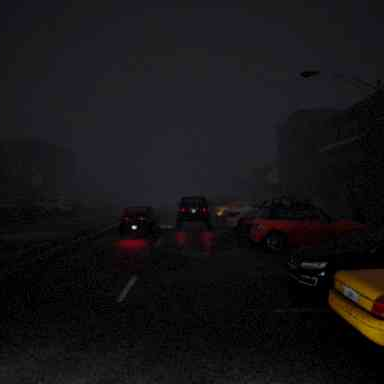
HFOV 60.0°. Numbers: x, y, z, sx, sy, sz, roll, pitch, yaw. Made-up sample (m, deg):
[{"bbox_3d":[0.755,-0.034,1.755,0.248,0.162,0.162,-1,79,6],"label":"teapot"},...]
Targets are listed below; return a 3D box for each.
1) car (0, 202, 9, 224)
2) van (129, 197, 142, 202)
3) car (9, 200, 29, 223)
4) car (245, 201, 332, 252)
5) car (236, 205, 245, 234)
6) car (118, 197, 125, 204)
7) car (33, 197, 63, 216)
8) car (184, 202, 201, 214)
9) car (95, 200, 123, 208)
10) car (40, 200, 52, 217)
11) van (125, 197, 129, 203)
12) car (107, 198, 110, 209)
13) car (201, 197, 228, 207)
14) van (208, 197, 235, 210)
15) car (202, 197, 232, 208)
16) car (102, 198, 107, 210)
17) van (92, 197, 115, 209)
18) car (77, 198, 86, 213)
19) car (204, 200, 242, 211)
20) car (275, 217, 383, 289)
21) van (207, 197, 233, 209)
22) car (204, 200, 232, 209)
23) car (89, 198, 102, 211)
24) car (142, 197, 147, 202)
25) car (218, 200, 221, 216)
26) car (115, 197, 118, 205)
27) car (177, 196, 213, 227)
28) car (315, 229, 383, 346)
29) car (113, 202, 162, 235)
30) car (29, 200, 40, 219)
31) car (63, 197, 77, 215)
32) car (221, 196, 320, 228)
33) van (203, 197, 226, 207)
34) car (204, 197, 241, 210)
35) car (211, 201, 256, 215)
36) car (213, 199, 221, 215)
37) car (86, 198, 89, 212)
[{"bbox_3d":[-15.706,1.295,21.916,5.566,2.045,2.435,0,0,0],"label":"car"},{"bbox_3d":[-15.732,2.319,85.327,4.442,1.987,1.878,0,-1,0],"label":"van"},{"bbox_3d":[-15.711,1.327,24.669,5.566,2.045,2.435,0,-1,0],"label":"car"},{"bbox_3d":[4.680,1.361,13.353,4.553,1.767,2.185,0,0,0],"label":"car"},{"bbox_3d":[4.710,1.535,16.130,4.674,1.452,2.002,0,0,0],"label":"car"},{"bbox_3d":[-15.775,1.964,60.509,5.566,2.045,2.435,0,-1,0],"label":"car"},{"bbox_3d":[-15.785,1.582,32.934,4.553,1.767,2.185,0,-1,0],"label":"car"},{"bbox_3d":[0.105,1.962,42.811,2.033,1.411,5.357,0,-1,0],"label":"car"},{"bbox_3d":[-15.779,2.289,63.262,4.792,1.488,2.163,0,-1,0],"label":"car"},{"bbox_3d":[-15.778,1.689,30.174,4.792,1.488,2.163,0,-1,0],"label":"car"},{"bbox_3d":[-15.935,2.114,68.783,4.442,1.987,1.878,0,-1,0],"label":"van"},{"bbox_3d":[-15.786,2.117,52.230,4.674,1.452,2.002,0,-1,0],"label":"car"},{"bbox_3d":[4.785,2.129,71.694,5.566,2.045,2.435,0,-1,0],"label":"car"},{"bbox_3d":[4.835,1.898,55.022,4.442,1.987,1.878,0,-1,0],"label":"van"},{"bbox_3d":[4.761,2.009,63.358,5.566,2.045,2.435,0,-1,0],"label":"car"},{"bbox_3d":[-15.969,2.024,49.474,5.366,1.575,1.946,0,-1,0],"label":"car"},{"bbox_3d":[-15.677,1.899,54.993,4.442,1.987,1.878,0,-1,0],"label":"van"},{"bbox_3d":[-15.736,1.564,38.448,5.566,2.045,2.435,0,-1,0],"label":"car"},{"bbox_3d":[4.531,2.019,49.336,5.366,1.575,1.946,0,-1,0],"label":"car"},{"bbox_3d":[4.717,1.482,7.672,4.892,1.521,2.231,0,0,0],"label":"car"},{"bbox_3d":[4.840,1.943,57.675,4.442,1.987,1.878,0,-1,0],"label":"van"},{"bbox_3d":[4.719,2.216,60.454,4.892,1.521,2.231,0,-1,0],"label":"car"},{"bbox_3d":[-15.964,1.973,46.715,5.366,1.575,1.946,0,-1,0],"label":"car"},{"bbox_3d":[-15.830,2.363,90.839,5.566,2.045,2.435,0,-1,0],"label":"car"},{"bbox_3d":[4.716,1.638,27.114,4.674,1.452,2.002,0,-1,0],"label":"car"},{"bbox_3d":[-15.830,2.046,57.748,4.553,1.767,2.185,0,-1,0],"label":"car"},{"bbox_3d":[0.103,1.296,23.462,2.150,2.045,5.566,0,0,0],"label":"car"},{"bbox_3d":[4.896,1.477,4.893,5.366,1.575,1.946,0,0,0],"label":"car"},{"bbox_3d":[-2.898,1.536,19.105,1.837,1.490,4.892,0,0,0],"label":"car"},{"bbox_3d":[-15.739,1.613,27.423,5.008,1.535,2.097,0,-1,0],"label":"car"},{"bbox_3d":[-15.787,1.510,35.691,5.566,2.045,2.435,0,-1,0],"label":"car"},{"bbox_3d":[4.684,1.259,18.907,5.566,2.045,2.435,0,0,0],"label":"car"},{"bbox_3d":[4.631,2.116,68.917,4.442,1.987,1.878,0,-1,0],"label":"van"},{"bbox_3d":[4.686,1.821,52.124,5.566,2.045,2.435,0,-1,0],"label":"car"},{"bbox_3d":[4.721,1.807,38.344,4.892,1.521,2.231,0,-1,0],"label":"car"},{"bbox_3d":[4.899,1.640,29.885,5.366,1.575,1.946,0,-1,0],"label":"car"},{"bbox_3d":[-15.738,1.744,41.202,4.553,1.767,2.185,0,-1,0],"label":"car"}]
